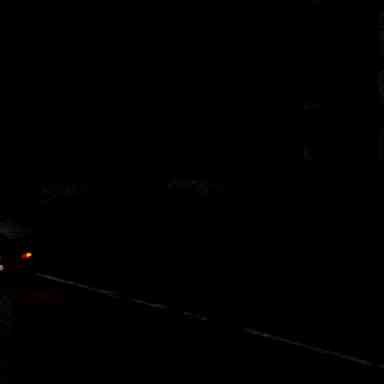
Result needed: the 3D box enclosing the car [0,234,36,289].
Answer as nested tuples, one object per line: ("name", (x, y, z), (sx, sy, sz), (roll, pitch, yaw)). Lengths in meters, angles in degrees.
("car", (-5.621, 1.534, 8.028), (4.181, 1.385, 1.994), (0, 0, 37))
